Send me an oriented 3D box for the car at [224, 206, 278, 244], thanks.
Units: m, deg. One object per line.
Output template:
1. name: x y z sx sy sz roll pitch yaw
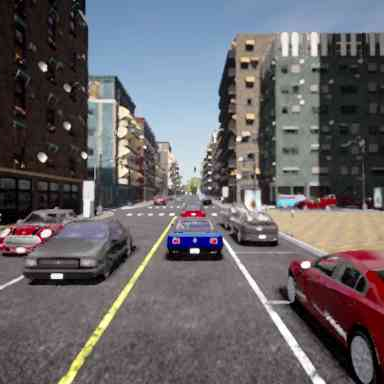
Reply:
1. car: 2.830 1.565 15.531 2.008 1.369 4.403 1 0 0

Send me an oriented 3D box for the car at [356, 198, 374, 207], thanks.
1. car: 24.821 1.446 46.033 4.507 1.381 1.887 0 0 0

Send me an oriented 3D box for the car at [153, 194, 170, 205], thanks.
1. car: -5.675 1.373 59.334 2.192 1.841 5.009 1 0 0

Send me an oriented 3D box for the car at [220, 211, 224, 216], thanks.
1. car: 2.830 1.570 21.101 2.008 1.369 4.403 1 0 0

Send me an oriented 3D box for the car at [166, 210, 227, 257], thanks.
1. car: 0.099 1.612 12.946 1.895 1.301 4.718 0 0 0

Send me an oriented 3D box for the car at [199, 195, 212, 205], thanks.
1. car: 2.701 1.624 59.294 1.947 1.339 4.313 1 0 0

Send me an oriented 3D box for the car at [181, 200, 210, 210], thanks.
1. car: 0.095 1.588 25.774 1.994 1.385 4.181 0 0 0

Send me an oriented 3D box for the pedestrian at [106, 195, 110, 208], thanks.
1. pedestrian: -12.529 1.380 49.259 0.375 1.860 0.375 0 0 0

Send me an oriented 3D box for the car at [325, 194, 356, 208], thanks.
1. car: 19.291 1.259 46.075 5.009 1.841 2.192 0 0 0

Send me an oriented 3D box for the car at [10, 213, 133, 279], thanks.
1. car: -3.099 1.557 10.305 2.033 1.411 5.357 0 0 0

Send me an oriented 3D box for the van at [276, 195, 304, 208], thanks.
1. van: 13.764 1.327 46.114 3.998 1.788 1.690 0 0 0

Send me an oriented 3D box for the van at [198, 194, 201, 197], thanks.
1. van: 2.704 1.429 87.151 1.690 1.788 3.998 1 0 0

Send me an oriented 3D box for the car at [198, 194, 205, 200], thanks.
1. car: 2.701 1.646 64.865 1.802 1.307 4.206 1 0 0

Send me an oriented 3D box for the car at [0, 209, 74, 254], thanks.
1. car: -5.807 1.452 13.296 1.967 1.590 4.097 1 0 0

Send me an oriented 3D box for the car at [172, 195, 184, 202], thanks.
1. car: -2.999 1.435 79.762 2.097 1.767 4.553 0 0 0

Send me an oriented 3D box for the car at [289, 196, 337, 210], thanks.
1. car: 13.703 1.439 37.733 4.206 1.307 1.802 0 0 0

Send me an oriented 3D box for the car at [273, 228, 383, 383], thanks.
1. car: 2.785 1.549 5.101 1.887 1.381 4.507 1 0 0
